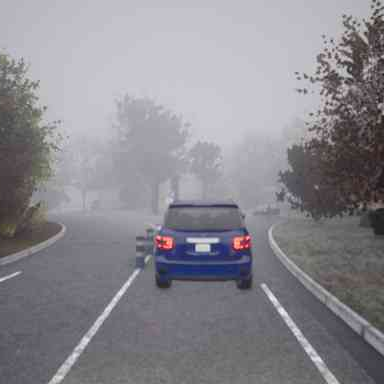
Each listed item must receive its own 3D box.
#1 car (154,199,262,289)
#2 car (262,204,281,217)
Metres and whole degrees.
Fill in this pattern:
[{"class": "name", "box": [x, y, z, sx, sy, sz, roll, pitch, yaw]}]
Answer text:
[{"class": "car", "box": [0.337, 1.198, 9.224, 2.150, 2.045, 5.566, 0, 0, 3]}, {"class": "car", "box": [8.215, 2.004, 36.550, 2.033, 1.411, 5.357, -1, -1, 30]}]
